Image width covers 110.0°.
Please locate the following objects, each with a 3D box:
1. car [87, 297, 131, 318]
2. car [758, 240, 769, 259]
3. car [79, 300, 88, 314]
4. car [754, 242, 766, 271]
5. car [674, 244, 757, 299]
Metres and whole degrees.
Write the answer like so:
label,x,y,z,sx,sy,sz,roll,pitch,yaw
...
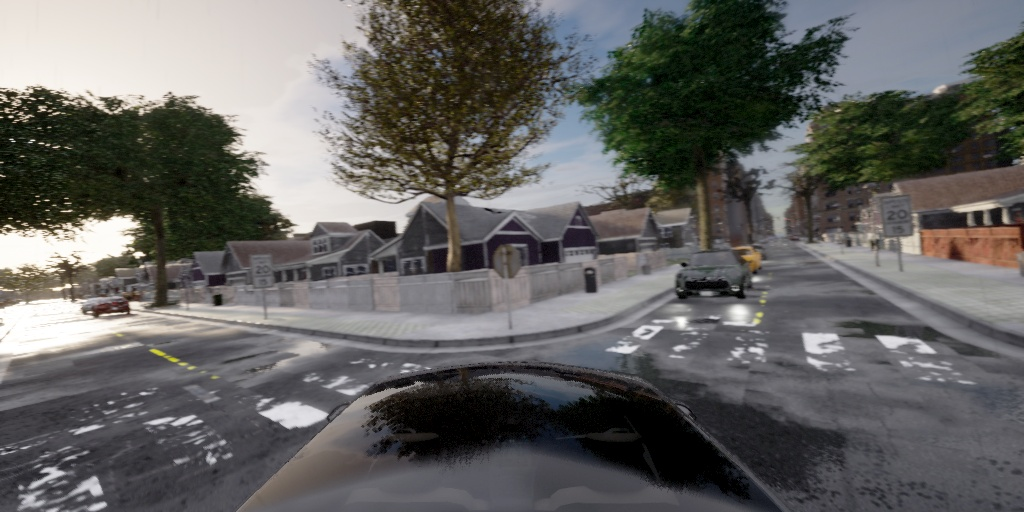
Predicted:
label,x,y,z,sx,sy,sz,roll,pitch,yaw
car,-32.718,4.090,29.225,5.008,1.535,1.882,-5,0,37
car,21.598,-0.340,32.091,1.812,1.442,4.674,-5,-1,37
car,-41.218,4.886,35.583,4.674,1.442,1.812,-5,0,37
car,13.778,0.199,21.676,1.882,1.535,5.008,-5,-1,39
car,7.603,0.539,13.458,2.097,1.767,4.553,-5,-1,37
